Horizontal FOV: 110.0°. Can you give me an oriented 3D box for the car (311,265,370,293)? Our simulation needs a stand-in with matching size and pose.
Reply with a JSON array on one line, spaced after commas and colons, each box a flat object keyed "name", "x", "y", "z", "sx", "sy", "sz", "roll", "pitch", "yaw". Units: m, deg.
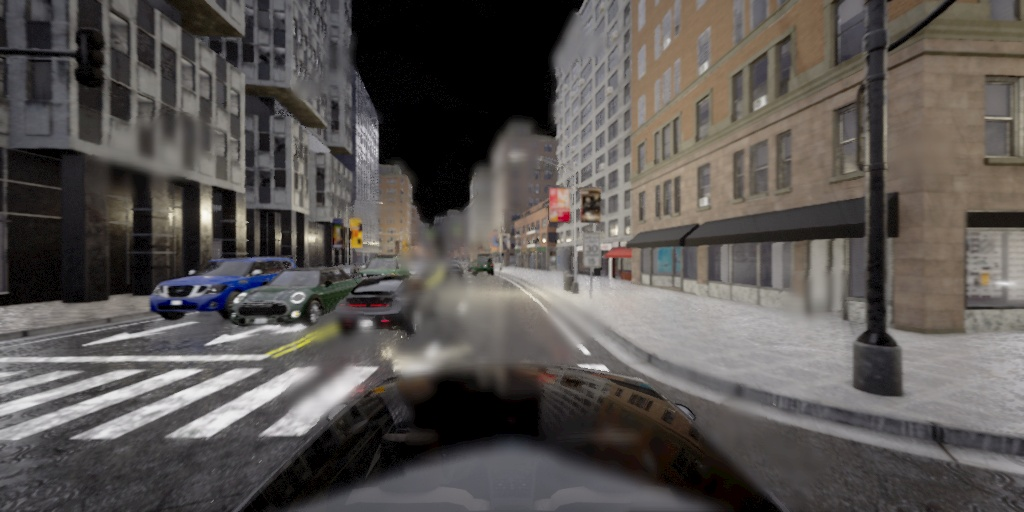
[{"name": "car", "x": -10.939, "y": 1.379, "z": 23.339, "sx": 1.882, "sy": 1.535, "sz": 5.008, "roll": 0, "pitch": 0, "yaw": -5}]

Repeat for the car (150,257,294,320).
[{"name": "car", "x": -10.214, "y": 1.065, "z": 13.513, "sx": 2.150, "sy": 2.045, "sz": 5.566, "roll": 0, "pitch": 0, "yaw": -3}]

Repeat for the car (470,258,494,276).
[{"name": "car", "x": -3.403, "y": 1.207, "z": 42.132, "sx": 2.150, "sy": 2.045, "sz": 5.566, "roll": 0, "pitch": 0, "yaw": -10}]

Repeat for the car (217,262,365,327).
[{"name": "car", "x": -6.892, "y": 1.176, "z": 11.923, "sx": 2.097, "sy": 1.767, "sz": 4.553, "roll": 0, "pitch": 0, "yaw": -3}]

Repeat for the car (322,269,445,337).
[{"name": "car", "x": -3.364, "y": 1.310, "z": 10.524, "sx": 1.837, "sy": 1.490, "sz": 4.892, "roll": 0, "pitch": 0, "yaw": -2}]

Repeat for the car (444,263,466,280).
[{"name": "car", "x": -5.499, "y": 1.453, "z": 34.559, "sx": 1.837, "sy": 1.490, "sz": 4.892, "roll": 0, "pitch": 0, "yaw": -8}]

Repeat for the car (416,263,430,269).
[{"name": "car", "x": -8.967, "y": 1.454, "z": 34.592, "sx": 2.128, "sy": 1.511, "sz": 4.902, "roll": 0, "pitch": 0, "yaw": -8}]

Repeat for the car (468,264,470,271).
[{"name": "car", "x": -5.396, "y": 1.567, "z": 52.926, "sx": 1.837, "sy": 1.490, "sz": 4.892, "roll": 0, "pitch": 0, "yaw": -11}]

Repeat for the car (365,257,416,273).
[{"name": "car", "x": -7.509, "y": 1.101, "z": 21.478, "sx": 2.150, "sy": 2.045, "sz": 5.566, "roll": 0, "pitch": 0, "yaw": -5}]
